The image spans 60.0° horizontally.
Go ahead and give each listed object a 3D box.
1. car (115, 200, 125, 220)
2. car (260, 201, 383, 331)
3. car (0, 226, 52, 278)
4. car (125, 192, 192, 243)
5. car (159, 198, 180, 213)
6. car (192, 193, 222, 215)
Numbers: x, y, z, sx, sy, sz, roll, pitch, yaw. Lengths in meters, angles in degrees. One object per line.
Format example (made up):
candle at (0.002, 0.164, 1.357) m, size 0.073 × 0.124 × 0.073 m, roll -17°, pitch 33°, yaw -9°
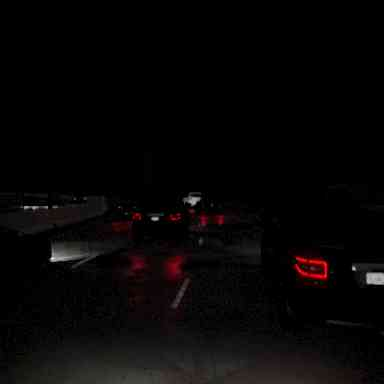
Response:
car at (-5.059, 1.381, 27.207) m, size 2.128 × 1.511 × 4.902 m, roll 0°, pitch 0°, yaw -4°
car at (2.718, 1.202, 6.946) m, size 2.150 × 2.045 × 5.566 m, roll 0°, pitch 0°, yaw 7°
car at (-5.452, 1.523, 8.540) m, size 1.994 × 1.385 × 4.181 m, roll 0°, pitch 0°, yaw 7°
car at (-1.357, 1.159, 15.957) m, size 2.150 × 2.045 × 5.566 m, roll 0°, pitch 0°, yaw 2°
car at (-2.474, 1.388, 35.746) m, size 1.812 × 1.442 × 4.674 m, roll 0°, pitch 0°, yaw -8°
car at (1.555, 1.232, 32.756) m, size 2.097 × 1.767 × 4.553 m, roll 0°, pitch 0°, yaw -8°
